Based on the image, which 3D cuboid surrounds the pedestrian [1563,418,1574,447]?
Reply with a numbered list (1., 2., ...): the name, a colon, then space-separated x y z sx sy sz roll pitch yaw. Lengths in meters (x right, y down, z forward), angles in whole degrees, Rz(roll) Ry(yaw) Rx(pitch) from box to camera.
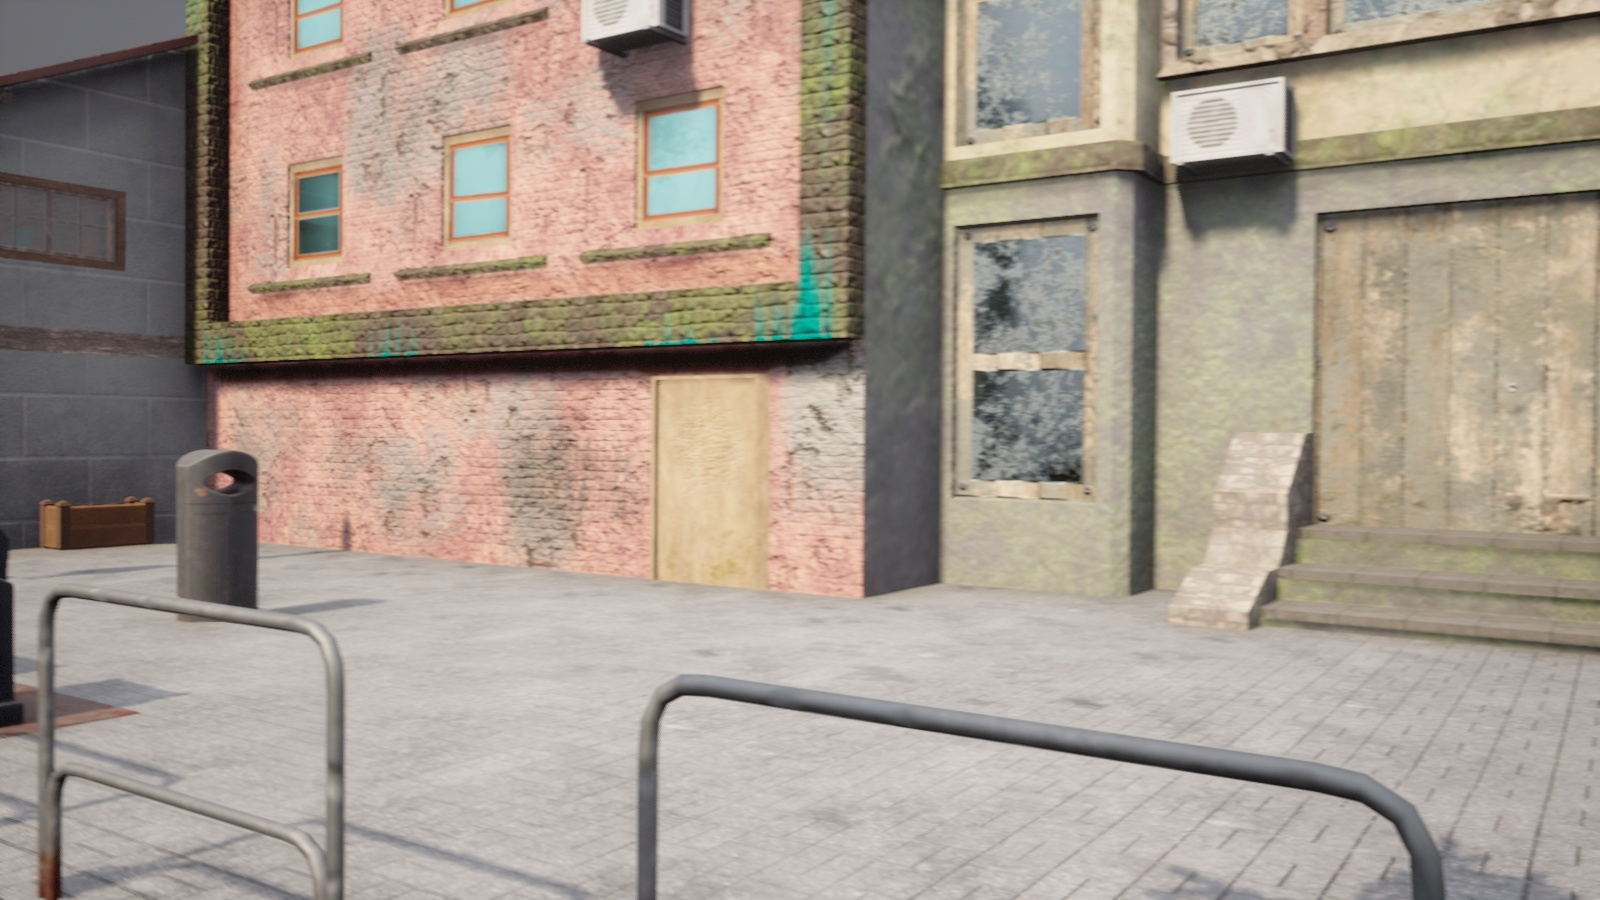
1. pedestrian: 49.869 -1.131 81.481 0.594 1.836 0.345 0 1 36
